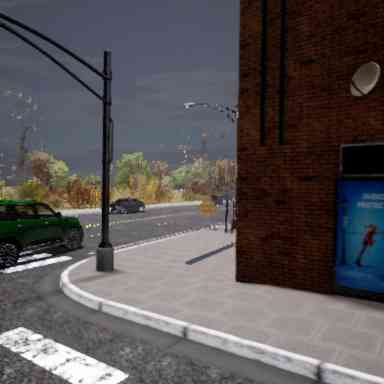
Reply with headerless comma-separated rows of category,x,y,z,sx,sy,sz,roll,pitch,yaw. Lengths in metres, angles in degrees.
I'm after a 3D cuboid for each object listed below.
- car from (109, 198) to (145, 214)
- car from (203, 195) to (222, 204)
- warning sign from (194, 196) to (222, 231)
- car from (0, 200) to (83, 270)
car,-6.548,1.338,32.823,1.837,1.490,4.892,1,1,26
car,3.313,1.280,52.930,1.837,1.490,4.892,1,0,26
warning sign,0.923,1.213,19.361,1.300,1.860,1.060,1,1,27
car,-6.147,1.289,11.743,2.150,2.045,5.566,0,0,15
